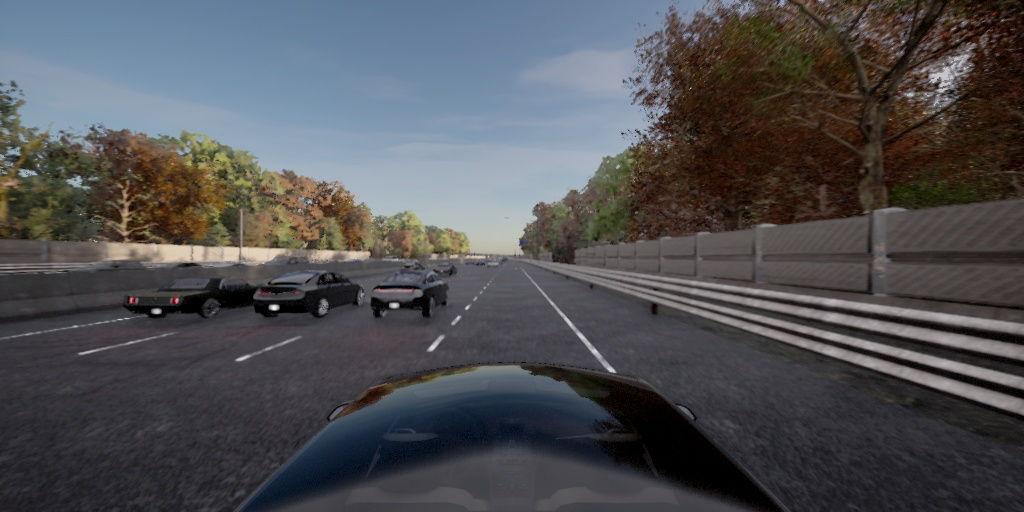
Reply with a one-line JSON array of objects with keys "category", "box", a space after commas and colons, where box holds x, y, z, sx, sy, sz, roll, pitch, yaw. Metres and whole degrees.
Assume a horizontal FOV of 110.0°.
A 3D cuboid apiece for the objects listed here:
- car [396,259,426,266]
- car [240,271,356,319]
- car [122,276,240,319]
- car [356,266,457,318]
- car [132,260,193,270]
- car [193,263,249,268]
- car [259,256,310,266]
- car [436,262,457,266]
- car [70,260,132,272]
[{"category": "car", "box": [-10.511, 1.355, 38.386, 1.837, 1.490, 4.892, 0, 0, 0]}, {"category": "car", "box": [-7.003, 1.274, 12.979, 1.837, 1.490, 4.892, 0, 0, 0]}, {"category": "car", "box": [-10.501, 1.356, 12.816, 1.895, 1.301, 4.718, 0, 0, 0]}, {"category": "car", "box": [-3.504, 1.271, 13.099, 2.128, 1.511, 4.902, 0, 0, 0]}, {"category": "car", "box": [-28.051, 1.264, 29.958, 1.837, 1.490, 4.892, 0, -1, 1]}, {"category": "car", "box": [-24.544, 1.300, 31.185, 1.812, 1.442, 4.674, 0, 0, 1]}, {"category": "car", "box": [-21.024, 1.021, 33.385, 2.150, 2.045, 5.566, 0, -1, 0]}, {"category": "car", "box": [-7.014, 1.351, 38.186, 2.128, 1.511, 4.902, 0, 0, 0]}, {"category": "car", "box": [-31.547, 1.091, 28.182, 2.097, 1.767, 4.553, 0, 0, 0]}]
